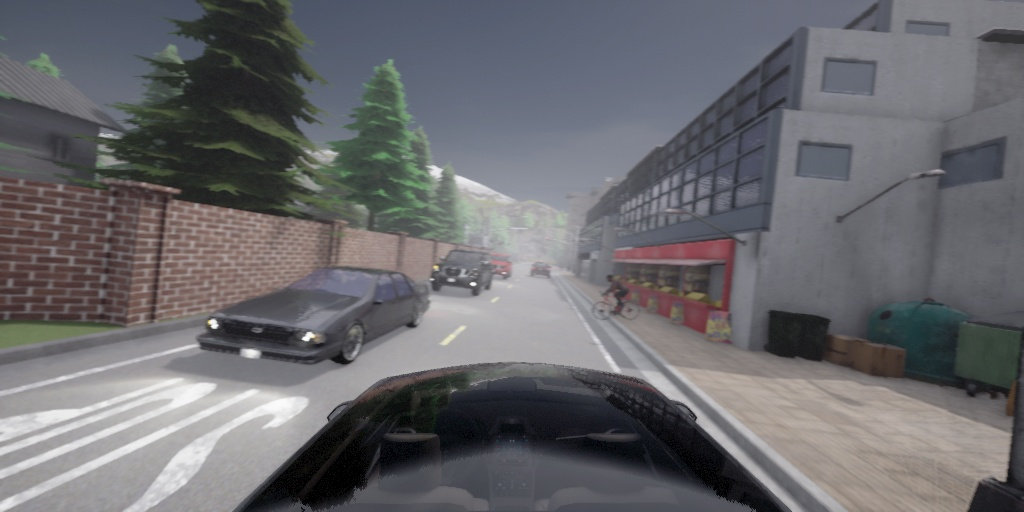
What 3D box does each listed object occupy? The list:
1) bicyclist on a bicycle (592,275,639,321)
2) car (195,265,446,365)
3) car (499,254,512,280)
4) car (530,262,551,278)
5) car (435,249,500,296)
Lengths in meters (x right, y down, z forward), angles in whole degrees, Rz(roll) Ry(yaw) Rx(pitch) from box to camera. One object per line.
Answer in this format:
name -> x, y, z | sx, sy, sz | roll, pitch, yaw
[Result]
bicyclist on a bicycle -> 3.658, 1.480, 12.730 | 1.656, 1.620, 0.582 | -2, -1, 5
car -> -3.210, 0.930, 7.395 | 2.033, 1.411, 5.357 | 6, 0, 5
car -> -1.230, 0.802, 30.521 | 2.150, 2.045, 5.566 | 6, 0, 5
car -> 3.196, 1.418, 39.674 | 2.097, 1.767, 4.553 | 6, 0, 5
car -> -2.288, 0.697, 17.972 | 2.150, 2.045, 5.566 | 6, 0, 5
